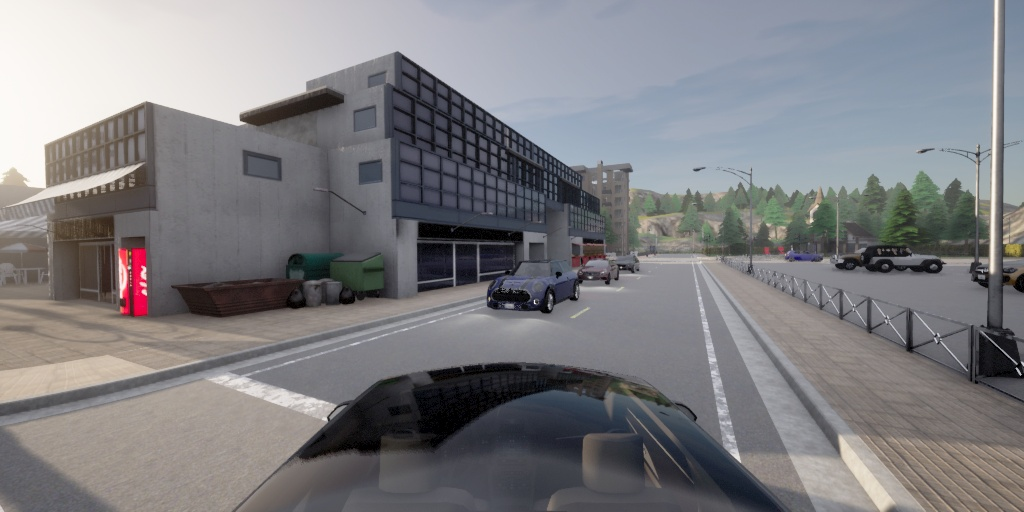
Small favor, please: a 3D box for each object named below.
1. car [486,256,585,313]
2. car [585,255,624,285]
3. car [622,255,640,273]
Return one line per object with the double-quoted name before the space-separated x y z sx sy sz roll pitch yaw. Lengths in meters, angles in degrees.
"car" 0.915 0.910 13.060 2.097 1.767 4.553 0 1 26
"car" 5.399 0.875 22.113 1.812 1.442 4.674 0 1 26
"car" 9.966 0.642 31.300 1.837 1.490 4.892 0 1 27
